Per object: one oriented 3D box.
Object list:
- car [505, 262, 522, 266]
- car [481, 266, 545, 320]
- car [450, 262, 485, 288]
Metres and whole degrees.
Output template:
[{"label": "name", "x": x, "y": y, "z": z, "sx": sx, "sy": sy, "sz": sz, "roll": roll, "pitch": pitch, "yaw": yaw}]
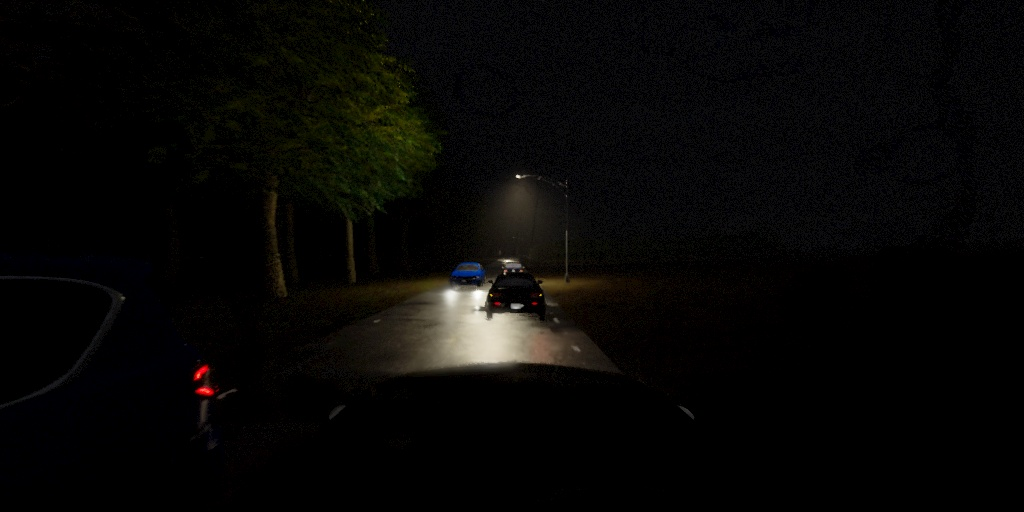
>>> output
[{"label": "car", "x": 0.113, "y": 1.236, "z": 30.944, "sx": 2.033, "sy": 1.411, "sz": 5.357, "roll": 0, "pitch": 0, "yaw": 0}, {"label": "car", "x": 0.118, "y": 1.262, "z": 12.484, "sx": 1.812, "sy": 1.442, "sz": 4.674, "roll": 0, "pitch": 0, "yaw": 0}, {"label": "car", "x": -2.816, "y": 1.189, "z": 23.605, "sx": 1.882, "sy": 1.535, "sz": 5.008, "roll": 0, "pitch": 0, "yaw": 0}]
